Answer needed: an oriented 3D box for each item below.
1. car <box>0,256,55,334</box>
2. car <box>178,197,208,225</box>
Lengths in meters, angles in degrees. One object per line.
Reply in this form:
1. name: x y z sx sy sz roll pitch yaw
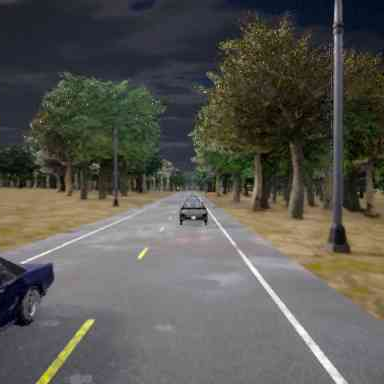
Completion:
1. car: -3.595 1.586 4.238 1.895 1.301 4.718 0 0 0
2. car: 0.101 1.353 23.028 2.128 1.511 4.902 0 0 0
